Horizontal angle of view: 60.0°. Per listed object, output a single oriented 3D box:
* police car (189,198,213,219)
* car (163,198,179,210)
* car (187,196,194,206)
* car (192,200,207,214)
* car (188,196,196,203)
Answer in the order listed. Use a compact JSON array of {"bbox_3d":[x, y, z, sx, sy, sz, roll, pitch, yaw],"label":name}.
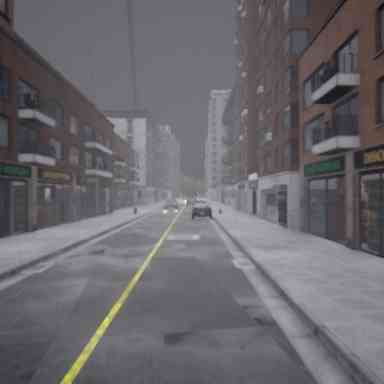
[{"bbox_3d":[0.893,1.664,31.479,1.930,1.638,5.238,0,0,0],"label":"police car"},{"bbox_3d":[-3.080,1.717,49.398,2.097,1.767,4.553,0,0,0],"label":"car"},{"bbox_3d":[-0.014,1.819,66.847,2.097,1.767,4.553,0,0,0],"label":"car"},{"bbox_3d":[0.891,1.815,41.368,1.837,1.490,4.892,0,0,0],"label":"car"},{"bbox_3d":[-0.016,1.806,81.848,2.097,1.767,4.553,0,0,0],"label":"car"}]
